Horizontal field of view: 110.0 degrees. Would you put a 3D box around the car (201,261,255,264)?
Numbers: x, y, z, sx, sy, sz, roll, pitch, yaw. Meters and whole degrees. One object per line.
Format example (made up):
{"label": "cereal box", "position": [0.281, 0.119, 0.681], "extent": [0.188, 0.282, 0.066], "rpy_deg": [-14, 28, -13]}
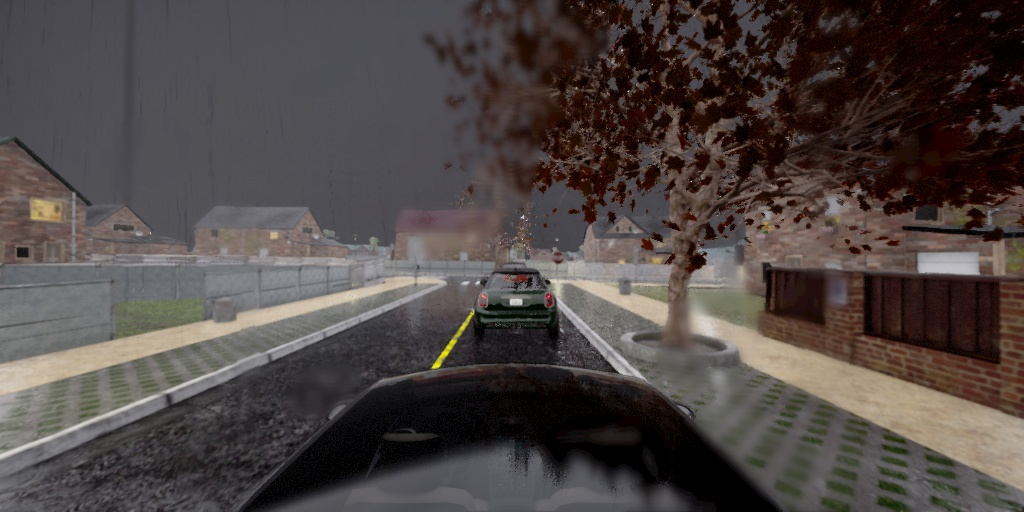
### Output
{"label": "car", "position": [-24.391, 0.835, 31.015], "extent": [5.008, 1.535, 1.882], "rpy_deg": [1, 0, 0]}

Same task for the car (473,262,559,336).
{"label": "car", "position": [0.098, 1.114, 10.625], "extent": [2.097, 1.767, 4.553], "rpy_deg": [0, 0, 0]}

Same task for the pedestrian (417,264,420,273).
{"label": "pedestrian", "position": [-9.698, 0.819, 36.968], "extent": [0.375, 1.860, 0.375], "rpy_deg": [0, -2, 0]}
